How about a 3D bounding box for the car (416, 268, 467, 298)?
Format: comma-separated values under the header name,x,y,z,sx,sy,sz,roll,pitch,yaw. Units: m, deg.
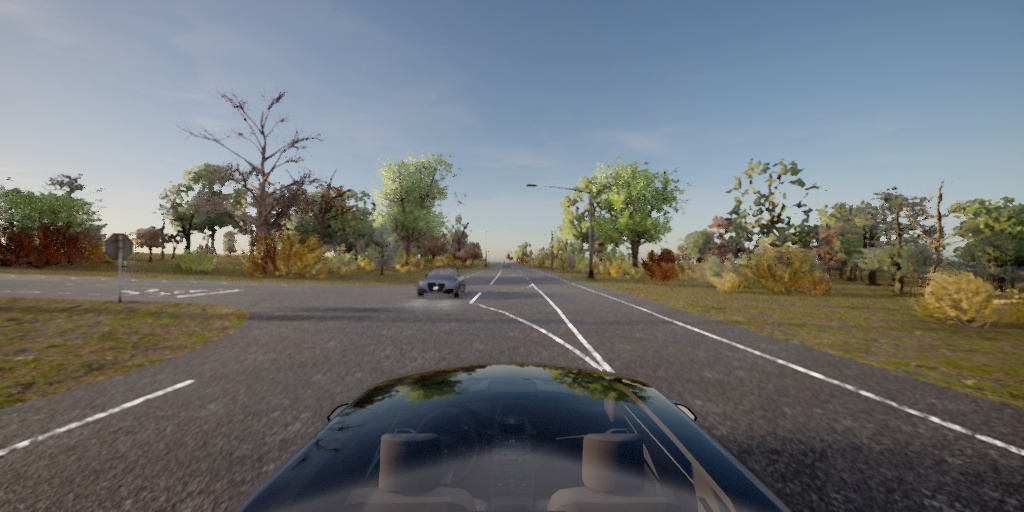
name,x,y,z,sx,sy,sz,roll,pitch,yaw
car,-3.499,1.311,18.508,1.994,1.385,4.181,1,-1,0
